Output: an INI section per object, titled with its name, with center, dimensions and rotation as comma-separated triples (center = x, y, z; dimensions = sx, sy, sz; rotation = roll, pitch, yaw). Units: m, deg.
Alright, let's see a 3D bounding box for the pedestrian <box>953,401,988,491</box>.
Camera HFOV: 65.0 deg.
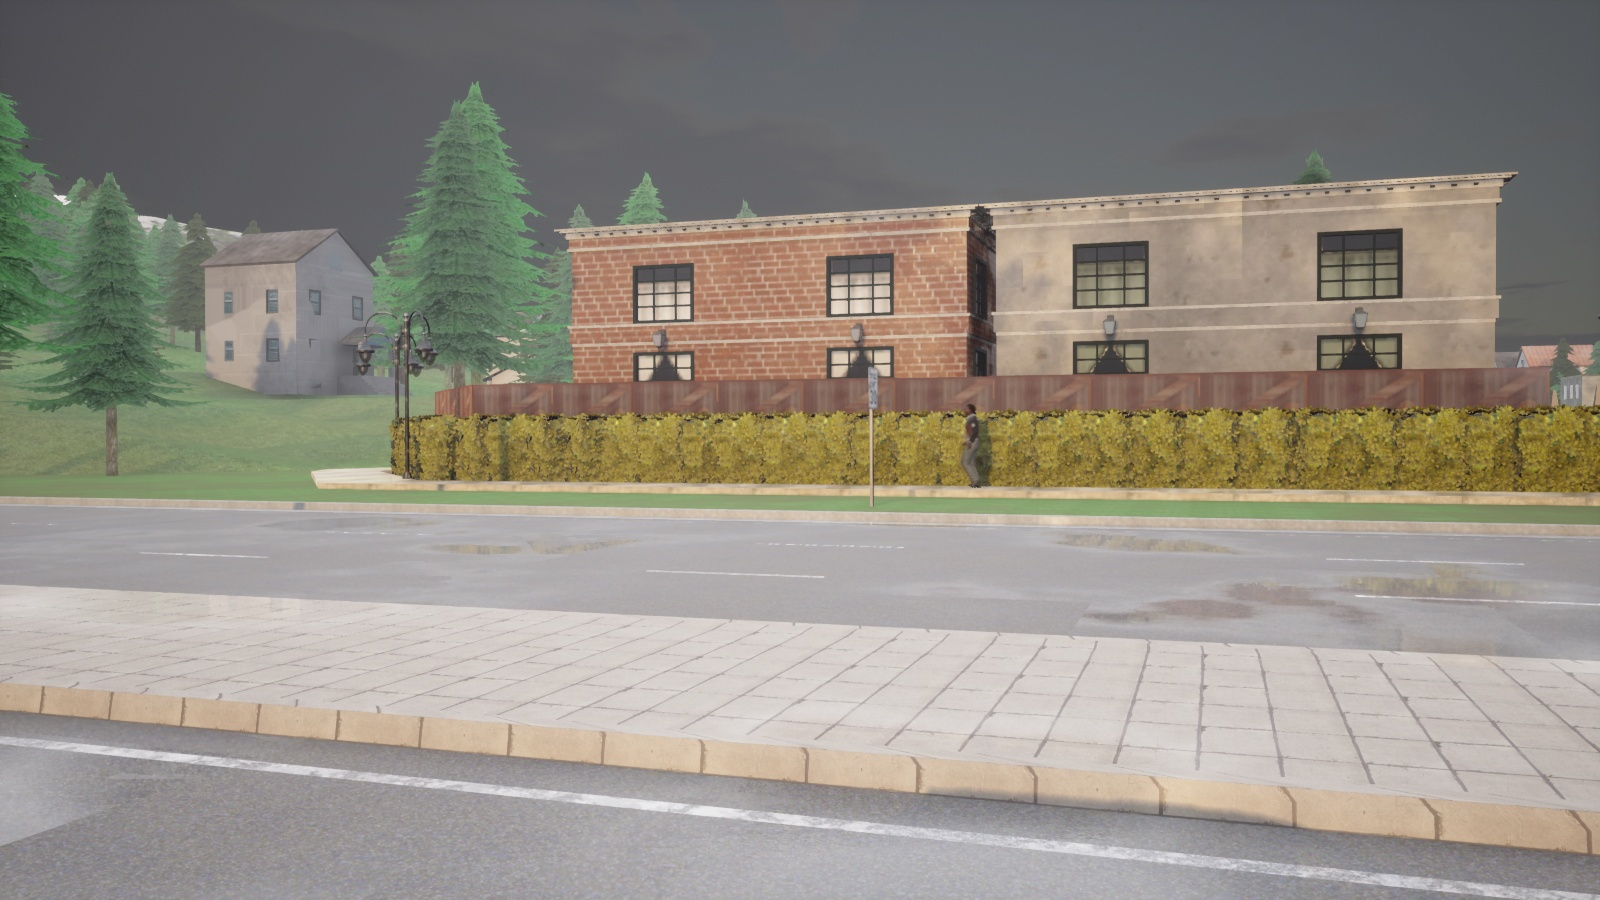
[pedestrian]
center = 3.689, -0.085, 27.116
dimensions = 0.666, 1.930, 0.402
rotation = 1, 1, 19
